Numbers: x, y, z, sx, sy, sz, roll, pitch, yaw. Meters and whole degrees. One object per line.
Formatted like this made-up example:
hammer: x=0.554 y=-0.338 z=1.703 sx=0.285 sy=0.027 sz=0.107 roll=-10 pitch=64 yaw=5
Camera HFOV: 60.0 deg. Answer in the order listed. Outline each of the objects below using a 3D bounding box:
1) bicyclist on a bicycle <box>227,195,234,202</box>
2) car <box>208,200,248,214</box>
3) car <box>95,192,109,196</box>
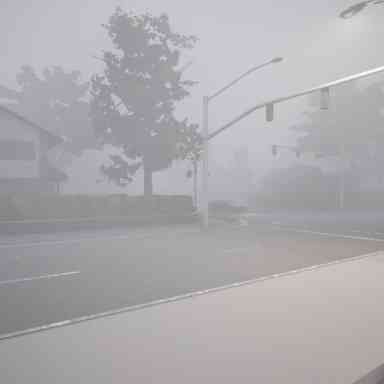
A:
bicyclist on a bicycle: x=5.913 y=1.303 z=51.108 sx=1.656 sy=1.620 sz=0.582 roll=0 pitch=0 yaw=-36
car: x=3.613 y=1.547 z=36.546 sx=2.033 sy=1.411 sz=5.357 roll=0 pitch=0 yaw=-36
car: x=-20.412 y=1.049 z=75.266 sx=2.150 sy=2.045 sz=5.566 roll=0 pitch=0 yaw=-36
